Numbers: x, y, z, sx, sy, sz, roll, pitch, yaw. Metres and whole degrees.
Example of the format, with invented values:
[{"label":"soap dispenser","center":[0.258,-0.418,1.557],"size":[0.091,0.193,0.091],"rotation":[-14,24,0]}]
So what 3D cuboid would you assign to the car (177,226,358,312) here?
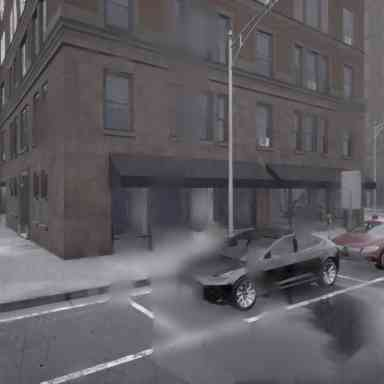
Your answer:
[{"label":"car","center":[1.702,1.566,7.748],"size":[4.313,1.339,1.947],"rotation":[0,0,-35]}]

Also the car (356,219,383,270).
[{"label":"car","center":[6.180,1.582,10.942],"size":[4.206,1.307,1.802],"rotation":[0,0,-35]}]
